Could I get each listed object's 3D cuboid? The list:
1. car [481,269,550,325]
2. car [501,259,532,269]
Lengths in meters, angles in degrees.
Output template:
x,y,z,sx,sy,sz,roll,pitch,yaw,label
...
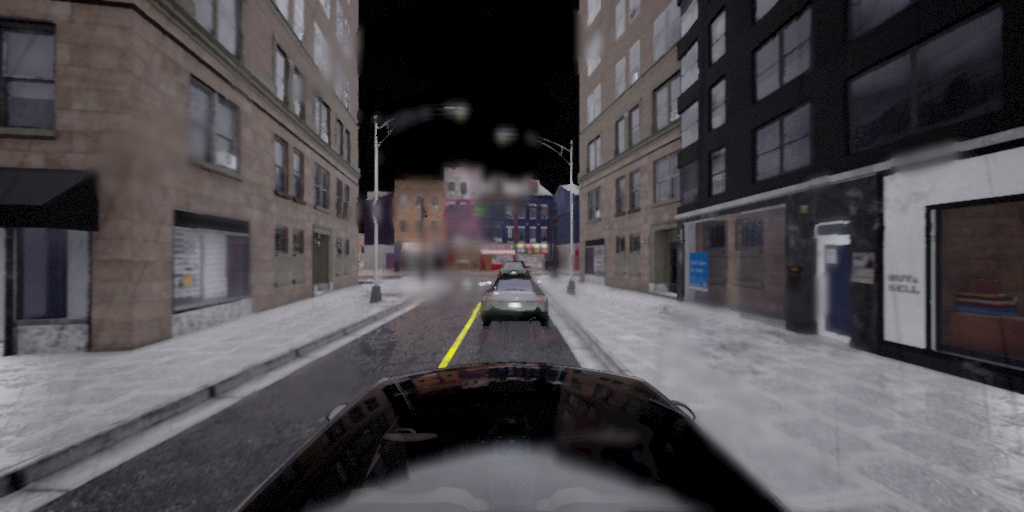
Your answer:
x,y,z,sx,sy,sz,roll,pitch,yaw,label
0.100,1.301,11.717,1.994,1.385,4.181,0,0,0,car
0.262,1.073,24.488,2.097,1.767,4.553,0,0,4,car
